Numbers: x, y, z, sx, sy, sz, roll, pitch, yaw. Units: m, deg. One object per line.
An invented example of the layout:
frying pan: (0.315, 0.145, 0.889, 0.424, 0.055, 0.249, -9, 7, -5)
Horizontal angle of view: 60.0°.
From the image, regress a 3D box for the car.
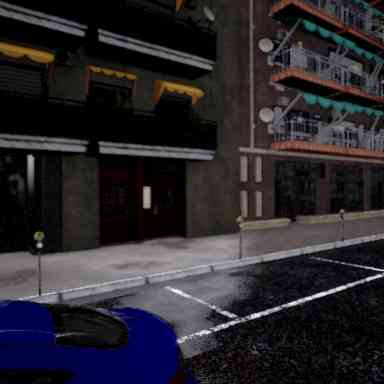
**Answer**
car: (-2.113, 1.534, 1.871, 4.674, 1.442, 1.812, -1, 0, -35)
